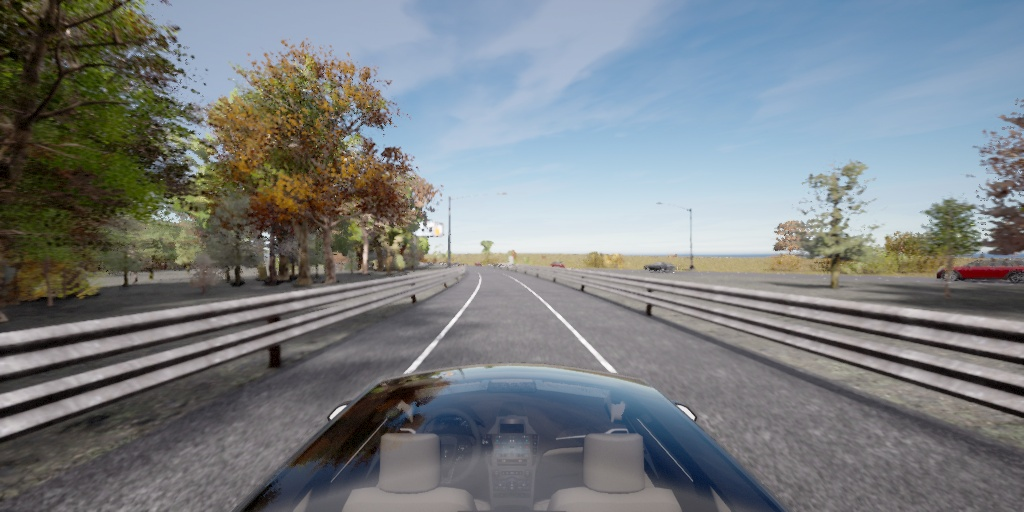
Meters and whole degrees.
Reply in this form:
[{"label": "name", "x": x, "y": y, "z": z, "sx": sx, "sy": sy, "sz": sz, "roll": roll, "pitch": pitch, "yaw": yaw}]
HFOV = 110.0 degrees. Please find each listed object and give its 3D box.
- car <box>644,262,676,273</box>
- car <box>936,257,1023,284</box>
[{"label": "car", "x": 21.962, "y": 1.656, "z": 53.486, "sx": 2.128, "sy": 1.511, "sz": 4.902, "roll": 0, "pitch": -1, "yaw": -25}, {"label": "car", "x": 34.625, "y": 0.998, "z": 26.256, "sx": 2.097, "sy": 1.767, "sz": 4.553, "roll": 0, "pitch": -1, "yaw": -25}]
